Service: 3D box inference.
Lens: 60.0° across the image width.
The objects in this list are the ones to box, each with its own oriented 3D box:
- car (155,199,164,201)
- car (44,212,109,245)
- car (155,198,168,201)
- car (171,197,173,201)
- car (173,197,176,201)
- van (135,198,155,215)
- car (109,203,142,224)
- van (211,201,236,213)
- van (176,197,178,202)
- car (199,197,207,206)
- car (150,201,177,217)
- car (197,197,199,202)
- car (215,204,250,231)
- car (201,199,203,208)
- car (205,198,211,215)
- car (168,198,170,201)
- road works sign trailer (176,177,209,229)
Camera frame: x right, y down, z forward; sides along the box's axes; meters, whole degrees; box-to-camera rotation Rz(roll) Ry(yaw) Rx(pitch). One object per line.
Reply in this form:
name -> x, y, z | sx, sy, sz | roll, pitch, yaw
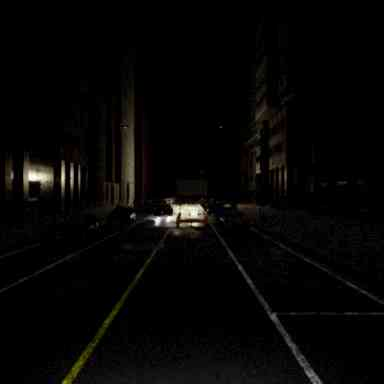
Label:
car -> -5.739, 2.125, 50.362 | 1.947, 1.339, 4.313 | 0, -1, 0
car -> -5.757, 1.726, 16.544 | 1.887, 1.381, 4.507 | 0, -1, 0
car -> -5.737, 1.937, 56.001 | 2.192, 1.841, 5.009 | 0, -1, 0
car -> -5.727, 2.253, 72.909 | 1.967, 1.590, 4.097 | 0, -1, 0
car -> -5.721, 2.379, 84.182 | 1.967, 1.590, 4.097 | 0, -1, 0
van -> -5.746, 1.774, 39.092 | 1.690, 1.788, 3.998 | 0, -1, 0
car -> -5.751, 1.872, 27.816 | 1.947, 1.339, 4.313 | 0, -1, 0
van -> 2.773, 1.647, 27.827 | 1.690, 1.788, 3.998 | 0, -1, 0
van -> -5.716, 2.408, 95.455 | 1.690, 1.788, 3.998 | 0, -1, 0
car -> 2.792, 2.126, 61.641 | 1.967, 1.590, 4.097 | 0, -1, 0
car -> -3.074, 1.971, 36.825 | 1.994, 1.385, 4.181 | 0, -1, 0
car -> 2.797, 2.127, 72.915 | 2.192, 1.841, 5.009 | 0, -1, 0
car -> 2.771, 1.771, 22.359 | 1.752, 1.417, 4.829 | 0, -1, 0
car -> 2.786, 2.110, 50.368 | 2.008, 1.369, 4.403 | 0, -1, 0
car -> 2.780, 1.873, 39.098 | 1.967, 1.590, 4.097 | 0, -1, 0
car -> -5.733, 2.230, 61.635 | 1.887, 1.381, 4.507 | 0, -1, 0
road works sign trailer -> 0.012, 0.729, 24.154 | 2.380, 3.560, 2.880 | 0, -1, 0
